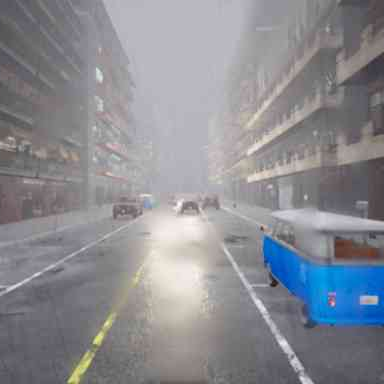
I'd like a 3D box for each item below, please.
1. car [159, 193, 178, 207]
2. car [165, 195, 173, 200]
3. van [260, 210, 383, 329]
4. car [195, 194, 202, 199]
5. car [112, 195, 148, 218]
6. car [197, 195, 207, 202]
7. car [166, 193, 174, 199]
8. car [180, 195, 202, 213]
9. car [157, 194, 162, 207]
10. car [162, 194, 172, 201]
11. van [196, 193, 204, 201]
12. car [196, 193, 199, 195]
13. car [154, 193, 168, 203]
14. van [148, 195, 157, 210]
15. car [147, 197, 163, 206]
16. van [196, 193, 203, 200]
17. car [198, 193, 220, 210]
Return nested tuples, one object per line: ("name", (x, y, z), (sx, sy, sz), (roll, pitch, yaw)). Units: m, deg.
("car", (-3.140, 1.218, 47.445), (2.097, 1.767, 4.553), (0, 0, 0))
("car", (-6.019, 1.347, 85.922), (1.802, 1.307, 4.206), (1, 0, 0))
("van", (2.528, 1.313, 6.628), (1.690, 1.788, 3.998), (1, 0, 0))
("car", (1.814, 1.292, 91.688), (1.947, 1.339, 4.313), (1, 0, 0))
("car", (-5.541, 1.243, 29.215), (2.192, 1.841, 5.009), (1, 0, 0))
("car", (2.004, 1.340, 69.006), (2.008, 1.369, 4.403), (1, 0, 0))
("car", (-6.065, 1.190, 91.592), (1.967, 1.590, 4.097), (1, 0, 0))
("car", (-0.193, 1.417, 35.945), (1.812, 1.442, 4.674), (0, 0, 0))
("car", (-5.686, 1.428, 46.227), (2.008, 1.369, 4.403), (1, 0, 0))
("car", (-5.970, 1.221, 80.251), (1.967, 1.590, 4.097), (1, 0, 0))
("van", (1.911, 1.098, 80.347), (1.690, 1.788, 3.998), (1, 0, 0))
("car", (2.051, 1.371, 63.335), (1.947, 1.339, 4.313), (1, 0, 0))
("car", (-5.826, 1.143, 63.239), (2.192, 1.841, 5.009), (1, 0, 0))
("van", (-5.636, 1.235, 40.556), (1.690, 1.788, 3.998), (1, 0, 0))
("car", (-5.733, 1.427, 51.898), (1.947, 1.339, 4.313), (1, 0, 0))
("van", (1.863, 1.083, 86.017), (1.690, 1.788, 3.998), (1, 0, 0))
("car", (2.244, 1.186, 40.652), (2.192, 1.841, 5.009), (1, 0, 0))
